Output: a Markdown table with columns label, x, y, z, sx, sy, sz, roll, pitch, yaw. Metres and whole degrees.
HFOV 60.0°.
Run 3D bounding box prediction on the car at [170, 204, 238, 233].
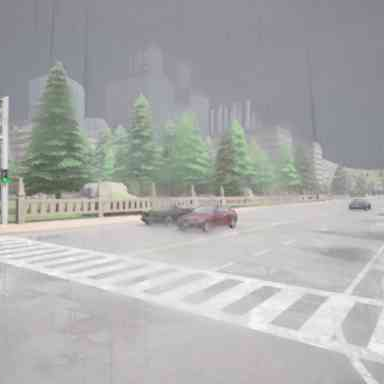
| label | x | y | z | sx | sy | sz | roll | pitch | yaw |
| --- | --- | --- | --- | --- | --- | --- | --- | --- | --- |
| car | 1.015 | 1.451 | 19.269 | 1.812 | 1.442 | 4.674 | 1 | 0 | 35 |

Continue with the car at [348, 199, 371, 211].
| label | x | y | z | sx | sy | sz | roll | pitch | yaw |
| --- | --- | --- | --- | --- | --- | --- | --- | --- | --- |
| car | 20.239 | 1.515 | 40.090 | 1.994 | 1.385 | 4.181 | 1 | 0 | 35 |

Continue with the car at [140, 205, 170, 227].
| label | x | y | z | sx | sy | sz | roll | pitch | yaw |
| --- | --- | --- | --- | --- | --- | --- | --- | --- | --- |
| car | -1.253 | 1.501 | 22.127 | 1.895 | 1.301 | 4.718 | 1 | 0 | 35 |
